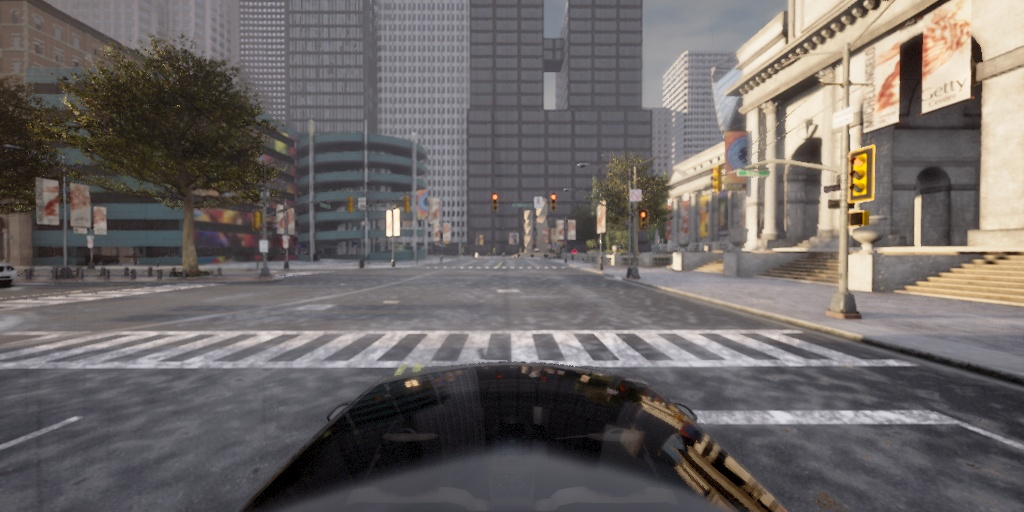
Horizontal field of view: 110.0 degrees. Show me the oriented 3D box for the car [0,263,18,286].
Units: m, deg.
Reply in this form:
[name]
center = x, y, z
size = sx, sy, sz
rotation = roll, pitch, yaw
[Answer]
[car]
center = -31.153, 0.707, 19.761
size = 5.566, 2.045, 2.150
rotation = 0, 1, 0
